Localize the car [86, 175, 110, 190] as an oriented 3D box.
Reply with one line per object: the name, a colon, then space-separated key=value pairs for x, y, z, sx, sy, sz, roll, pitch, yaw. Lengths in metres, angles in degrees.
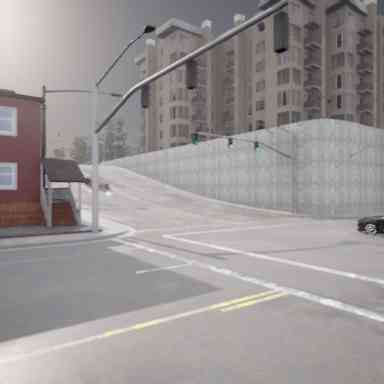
car: x=-11.822 y=-1.258 z=41.474 sx=1.812 sy=1.442 sz=4.674 roll=0 pitch=12 yaw=-36

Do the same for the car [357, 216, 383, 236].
car: x=10.708 y=1.555 z=16.329 sx=1.837 sy=1.490 sz=4.892 roll=0 pitch=0 yaw=-36

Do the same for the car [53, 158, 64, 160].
car: x=-22.701 y=-5.118 z=56.771 sx=2.033 sy=1.411 sz=5.357 roll=0 pitch=10 yaw=-36
